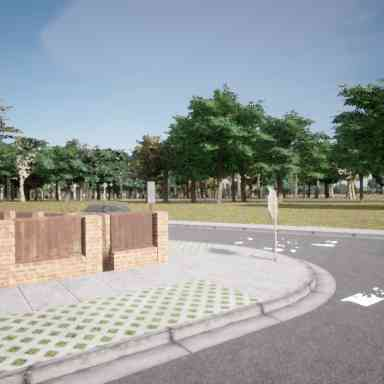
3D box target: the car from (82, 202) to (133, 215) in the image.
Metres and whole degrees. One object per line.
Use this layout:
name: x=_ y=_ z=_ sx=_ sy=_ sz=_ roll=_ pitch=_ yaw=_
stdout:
car: x=-4.508 y=1.467 z=19.462 sx=4.553 sy=1.767 sz=2.097 roll=-1 pitch=0 yaw=31
